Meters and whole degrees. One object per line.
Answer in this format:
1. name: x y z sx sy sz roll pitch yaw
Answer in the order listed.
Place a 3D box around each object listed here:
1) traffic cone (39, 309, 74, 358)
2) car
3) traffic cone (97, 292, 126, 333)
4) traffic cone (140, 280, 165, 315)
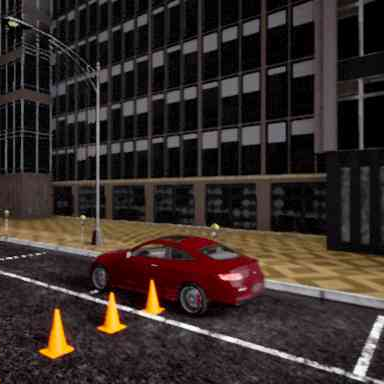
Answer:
1. traffic cone: -1.928 1.969 4.745 0.340 0.580 0.340 0 0 36
2. car: -0.491 1.609 7.365 4.206 1.307 1.802 0 0 36
3. traffic cone: -1.344 1.974 5.556 0.340 0.580 0.340 0 0 36
4. traffic cone: -0.762 1.972 6.348 0.340 0.580 0.340 0 2 31
